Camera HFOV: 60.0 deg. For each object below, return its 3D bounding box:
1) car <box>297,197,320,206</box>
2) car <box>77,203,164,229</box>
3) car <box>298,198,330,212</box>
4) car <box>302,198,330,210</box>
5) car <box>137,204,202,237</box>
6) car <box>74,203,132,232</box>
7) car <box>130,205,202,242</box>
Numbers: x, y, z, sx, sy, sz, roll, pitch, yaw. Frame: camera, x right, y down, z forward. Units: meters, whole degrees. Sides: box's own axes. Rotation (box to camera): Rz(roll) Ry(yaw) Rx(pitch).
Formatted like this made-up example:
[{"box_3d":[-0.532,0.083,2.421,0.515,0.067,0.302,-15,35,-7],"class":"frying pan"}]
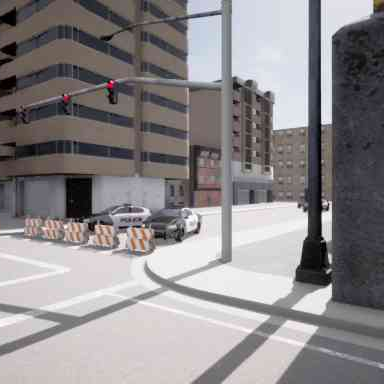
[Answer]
[{"box_3d":[16.564,1.295,47.289,1.853,1.218,4.536,0,0,36],"class":"car"},{"box_3d":[-4.097,1.295,19.264,4.536,1.218,1.853,0,0,-29],"class":"car"},{"box_3d":[14.326,1.453,38.329,2.038,1.542,4.974,0,0,36],"class":"car"},{"box_3d":[14.356,1.295,38.371,1.853,1.218,4.536,0,0,36],"class":"car"},{"box_3d":[-0.936,1.295,16.603,1.853,1.218,4.536,0,0,16],"class":"car"},{"box_3d":[-4.142,1.453,19.238,4.974,1.542,2.038,0,0,-29],"class":"car"},{"box_3d":[-0.949,1.453,16.553,2.038,1.542,4.974,0,0,16],"class":"car"}]
